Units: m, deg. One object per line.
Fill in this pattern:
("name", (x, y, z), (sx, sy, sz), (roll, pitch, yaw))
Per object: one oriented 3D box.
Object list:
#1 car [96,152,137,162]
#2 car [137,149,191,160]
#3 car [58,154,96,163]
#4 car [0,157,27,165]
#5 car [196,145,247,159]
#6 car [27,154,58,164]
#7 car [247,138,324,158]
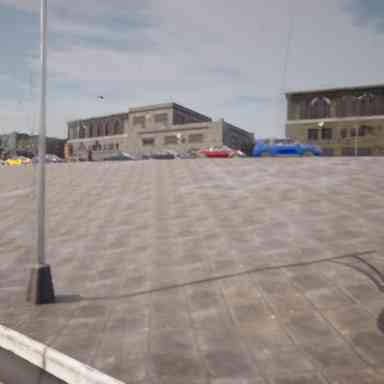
("car", (-7.214, -3.414, 34.466), (4.674, 1.452, 2.002), (1, 1, 28))
("car", (-2.381, -3.353, 32.011), (4.892, 1.521, 2.231), (1, 1, 27))
("car", (-12.080, -3.525, 37.070), (4.792, 1.488, 2.163), (1, 1, 29))
("car", (-21.831, -3.760, 42.679), (5.008, 1.535, 2.097), (1, 1, 32))
("car", (2.702, -3.357, 29.572), (4.553, 1.767, 2.185), (1, 1, 26))
("car", (-17.075, -3.785, 39.866), (4.553, 1.767, 2.185), (1, 1, 31))
("car", (7.804, -3.339, 27.237), (5.566, 2.045, 2.435), (2, 1, 25))
